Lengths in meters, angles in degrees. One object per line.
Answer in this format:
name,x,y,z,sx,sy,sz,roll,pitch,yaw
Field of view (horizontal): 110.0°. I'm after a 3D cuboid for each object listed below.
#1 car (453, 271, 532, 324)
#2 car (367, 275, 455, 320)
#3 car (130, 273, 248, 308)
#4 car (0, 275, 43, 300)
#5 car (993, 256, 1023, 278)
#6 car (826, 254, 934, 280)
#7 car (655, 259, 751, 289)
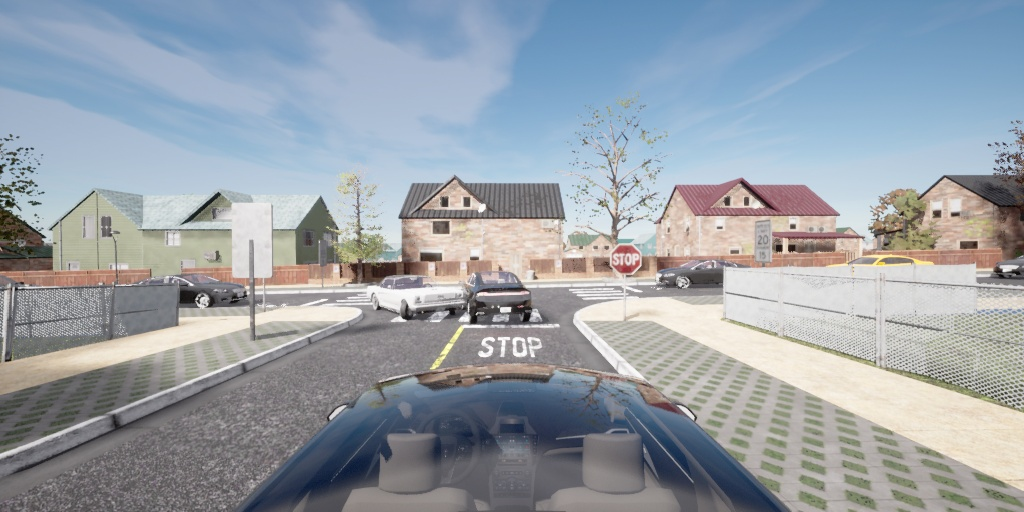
car,-0.678,1.242,12.052,2.128,1.511,4.902,0,0,-12
car,-3.595,1.367,12.913,1.895,1.301,4.718,0,0,-38
car,-14.892,1.566,16.416,4.902,1.511,2.128,-1,1,0
car,-24.230,1.648,16.382,4.553,1.767,2.097,-1,1,0
car,29.397,0.477,19.514,4.902,1.511,2.128,-1,1,0
car,19.773,0.690,19.483,5.008,1.535,1.882,-1,1,0
car,10.342,0.925,19.453,4.902,1.511,2.128,-1,1,0
